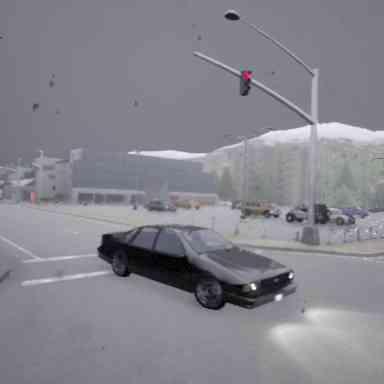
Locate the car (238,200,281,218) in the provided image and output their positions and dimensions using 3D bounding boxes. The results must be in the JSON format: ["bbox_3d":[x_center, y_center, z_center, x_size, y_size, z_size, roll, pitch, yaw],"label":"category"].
[{"bbox_3d":[7.999,1.995,38.274,1.932,1.855,4.605,3,-1,-40],"label":"car"}]

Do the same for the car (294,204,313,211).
[{"bbox_3d":[25.368,3.464,75.804,1.845,1.501,3.633,3,-1,-40],"label":"car"}]

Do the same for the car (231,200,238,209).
[{"bbox_3d":[9.077,2.372,61.827,1.905,1.878,3.866,3,-1,-40],"label":"car"}]

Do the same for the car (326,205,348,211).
[{"bbox_3d":[38.189,4.229,87.646,1.837,1.490,4.892,3,-1,-40],"label":"car"}]

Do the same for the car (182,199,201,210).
[{"bbox_3d":[-0.737,1.973,53.627,2.152,1.636,5.027,3,-1,-40],"label":"car"}]

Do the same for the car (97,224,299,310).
[{"bbox_3d":[-0.250,1.518,8.102,5.357,1.411,2.033,2,0,44],"label":"car"}]

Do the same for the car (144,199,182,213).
[{"bbox_3d":[-3.747,1.826,41.507,2.007,1.523,4.514,3,-1,-40],"label":"car"}]

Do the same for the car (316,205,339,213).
[{"bbox_3d":[27.838,3.447,68.198,1.970,1.475,3.806,3,-1,-40],"label":"car"}]

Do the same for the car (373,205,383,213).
[{"bbox_3d":[45.249,4.080,79.373,2.150,2.045,5.566,3,-1,-40],"label":"car"}]

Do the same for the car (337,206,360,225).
[{"bbox_3d":[13.453,2.355,31.786,1.970,1.475,3.806,3,-1,-40],"label":"car"}]

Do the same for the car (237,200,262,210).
[{"bbox_3d":[11.040,2.496,64.005,1.932,1.855,4.605,3,-1,-40],"label":"car"}]

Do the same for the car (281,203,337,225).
[{"bbox_3d":[10.522,1.941,30.129,1.905,1.878,3.866,3,-1,-40],"label":"car"}]

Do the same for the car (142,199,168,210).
[{"bbox_3d":[-5.453,1.817,49.266,1.970,1.475,3.806,3,-1,-40],"label":"car"}]

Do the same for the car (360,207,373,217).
[{"bbox_3d":[25.688,3.060,52.077,1.845,1.501,3.633,3,-1,-40],"label":"car"}]
